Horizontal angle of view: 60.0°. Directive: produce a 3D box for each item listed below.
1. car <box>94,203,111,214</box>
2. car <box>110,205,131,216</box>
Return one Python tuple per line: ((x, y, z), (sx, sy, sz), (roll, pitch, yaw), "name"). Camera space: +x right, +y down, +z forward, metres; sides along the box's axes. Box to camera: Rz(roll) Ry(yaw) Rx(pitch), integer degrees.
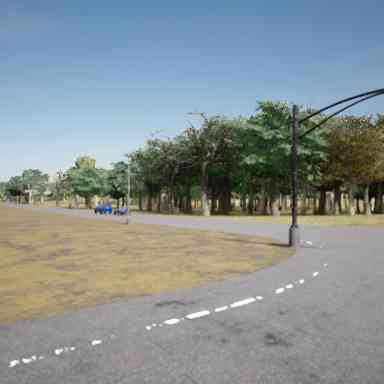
((-17.486, 3.274, 65.462), (2.150, 2.045, 5.566), (1, -2, -33), "car")
((-11.987, 3.286, 57.057), (1.812, 1.442, 4.674), (1, -2, -33), "car")
